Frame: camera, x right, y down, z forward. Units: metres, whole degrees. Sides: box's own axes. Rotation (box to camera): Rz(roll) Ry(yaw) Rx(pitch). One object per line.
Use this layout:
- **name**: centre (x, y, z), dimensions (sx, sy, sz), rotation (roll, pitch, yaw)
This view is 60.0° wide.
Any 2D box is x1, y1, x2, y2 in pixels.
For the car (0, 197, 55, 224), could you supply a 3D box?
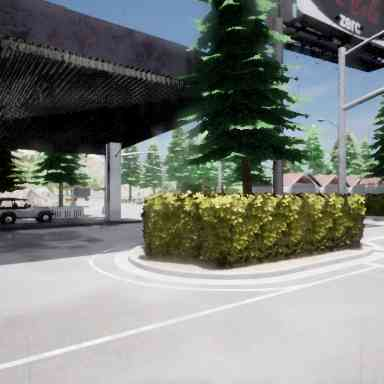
- **car**: centre (-11.918, 1.313, 23.516), dimensions (3.866, 1.878, 1.905), rotation (0, 0, -36)
